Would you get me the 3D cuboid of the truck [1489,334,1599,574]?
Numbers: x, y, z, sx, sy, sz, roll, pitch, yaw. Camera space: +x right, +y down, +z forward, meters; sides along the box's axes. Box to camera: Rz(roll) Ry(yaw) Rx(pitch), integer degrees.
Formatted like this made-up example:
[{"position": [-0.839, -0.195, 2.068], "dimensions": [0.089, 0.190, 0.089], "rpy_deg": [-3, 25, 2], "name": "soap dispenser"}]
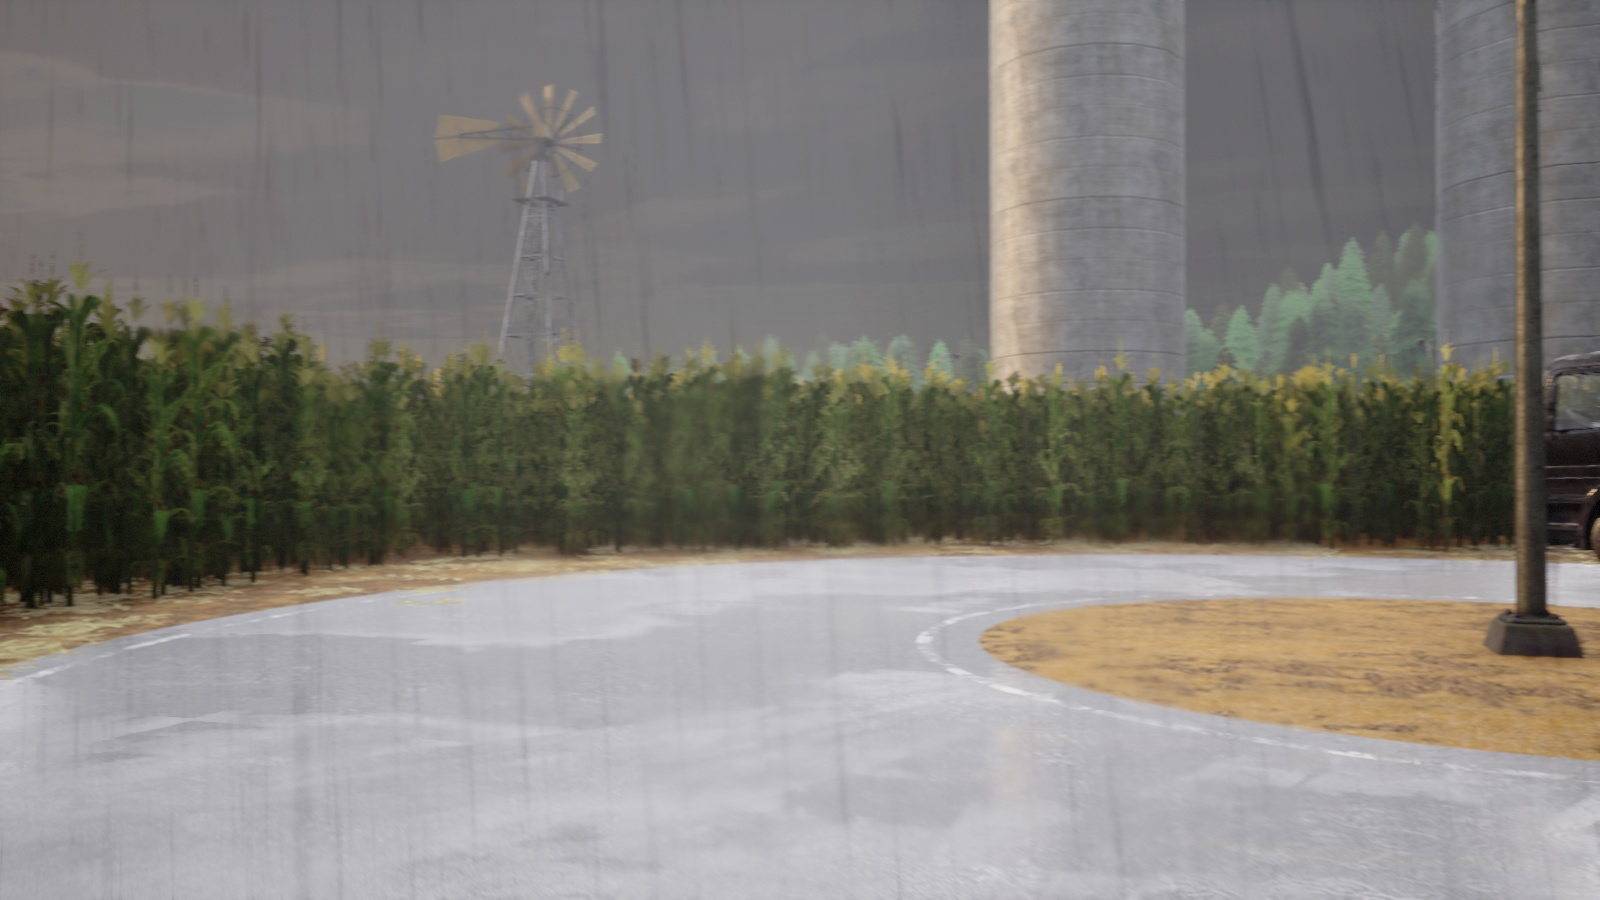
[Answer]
[{"position": [14.035, 0.016, 16.854], "dimensions": [2.891, 3.462, 7.936], "rpy_deg": [0, -1, -32], "name": "truck"}]
